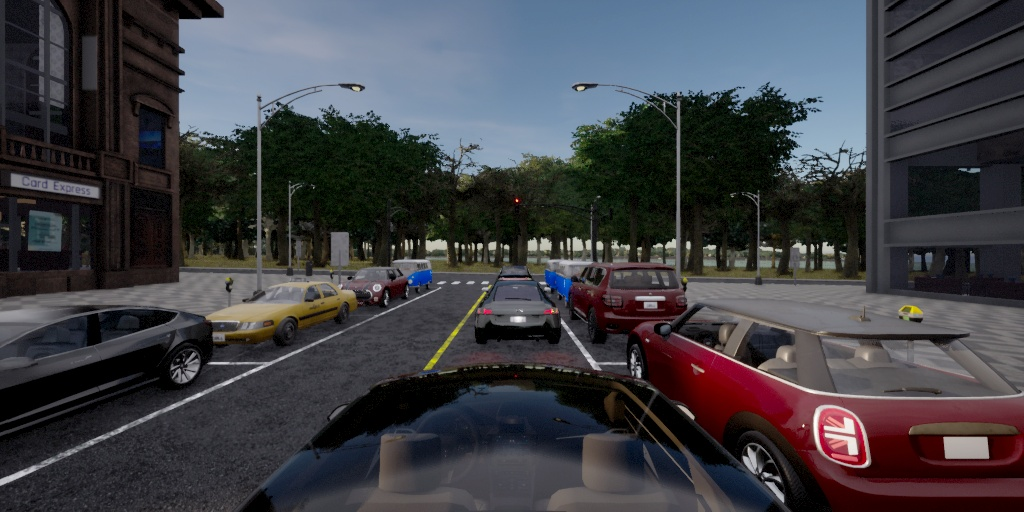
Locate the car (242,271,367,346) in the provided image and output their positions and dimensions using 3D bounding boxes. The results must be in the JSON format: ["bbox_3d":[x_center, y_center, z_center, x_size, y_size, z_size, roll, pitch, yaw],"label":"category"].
[{"bbox_3d":[-5.747,1.276,9.406,1.751,1.417,4.829,0,0,0],"label":"car"}]

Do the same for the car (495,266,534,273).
[{"bbox_3d":[0.136,1.243,18.488,2.128,1.511,4.902,0,0,0],"label":"car"}]

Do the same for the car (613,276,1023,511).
[{"bbox_3d":[2.767,1.190,4.120,1.967,1.591,4.097,0,0,0],"label":"car"}]

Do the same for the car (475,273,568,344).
[{"bbox_3d":[0.121,1.314,9.607,1.994,1.385,4.181,0,0,0],"label":"car"}]

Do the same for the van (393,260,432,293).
[{"bbox_3d":[-5.723,1.092,20.451,1.690,1.789,3.998,0,0,0],"label":"van"}]

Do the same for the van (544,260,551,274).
[{"bbox_3d":[2.802,1.092,20.433,1.690,1.789,3.998,0,0,0],"label":"van"}]

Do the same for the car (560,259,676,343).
[{"bbox_3d":[2.779,1.065,9.558,2.192,1.841,5.009,0,0,0],"label":"car"}]

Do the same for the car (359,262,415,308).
[{"bbox_3d":[-5.735,1.191,15.013,1.967,1.591,4.097,0,0,0],"label":"car"}]

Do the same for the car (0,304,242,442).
[{"bbox_3d":[-5.758,1.316,4.138,1.948,1.339,4.313,0,0,0],"label":"car"}]

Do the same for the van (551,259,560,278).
[{"bbox_3d":[2.790,1.092,14.995,1.690,1.789,3.998,0,0,0],"label":"van"}]
